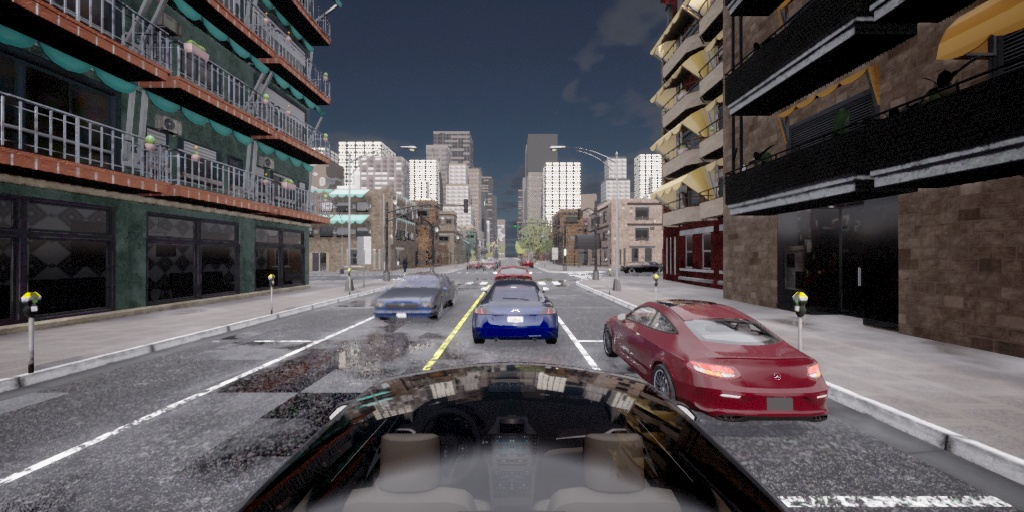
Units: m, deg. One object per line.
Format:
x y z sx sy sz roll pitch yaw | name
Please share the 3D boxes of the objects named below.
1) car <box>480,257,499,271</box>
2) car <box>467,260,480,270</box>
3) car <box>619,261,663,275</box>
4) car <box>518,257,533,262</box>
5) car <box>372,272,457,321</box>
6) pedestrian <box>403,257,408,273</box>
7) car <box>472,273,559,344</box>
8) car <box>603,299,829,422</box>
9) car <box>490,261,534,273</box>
-3.178 1.312 51.374 1.812 1.442 4.674 0 0 0 | car
-5.877 1.336 54.883 1.888 1.381 4.507 0 0 0 | car
13.496 1.200 36.651 4.718 1.301 1.895 -1 0 0 | car
2.581 1.114 60.420 2.192 1.841 5.009 0 0 0 | car
-3.147 1.302 12.824 2.033 1.411 5.357 0 0 0 | car
-12.587 1.061 42.130 0.375 1.860 0.375 0 0 0 | pedestrian
0.080 1.317 9.624 1.994 1.385 4.181 0 0 0 | car
2.682 1.333 5.669 1.802 1.307 4.207 0 0 0 | car
0.068 1.235 18.624 1.882 1.535 5.008 0 0 0 | car
